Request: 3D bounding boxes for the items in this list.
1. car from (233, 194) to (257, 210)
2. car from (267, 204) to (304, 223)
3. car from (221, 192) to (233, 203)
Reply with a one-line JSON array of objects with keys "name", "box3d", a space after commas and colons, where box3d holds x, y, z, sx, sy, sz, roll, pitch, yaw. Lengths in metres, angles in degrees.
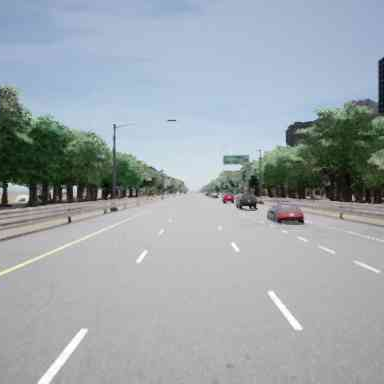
[{"name": "car", "box3d": [7.109, 1.219, 43.846, 2.150, 2.045, 5.566, 0, 0, 0]}, {"name": "car", "box3d": [7.038, 1.567, 25.421, 1.994, 1.385, 4.181, 0, 0, 0]}, {"name": "car", "box3d": [7.253, 1.206, 67.391, 2.150, 2.045, 5.566, 0, 0, 0]}]
